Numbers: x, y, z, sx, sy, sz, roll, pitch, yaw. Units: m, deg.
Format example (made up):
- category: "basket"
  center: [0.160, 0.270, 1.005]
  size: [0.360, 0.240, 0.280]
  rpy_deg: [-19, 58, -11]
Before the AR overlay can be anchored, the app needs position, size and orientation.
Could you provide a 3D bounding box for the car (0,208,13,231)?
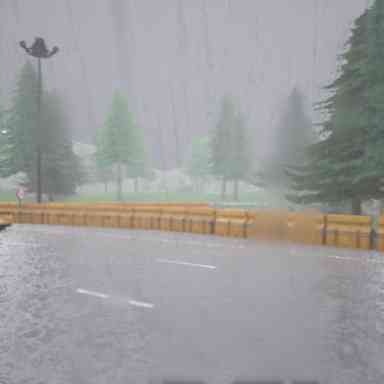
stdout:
- category: "car"
  center: [-11.662, 1.251, 17.152]
  size: [5.008, 1.535, 1.882]
  rpy_deg: [1, 0, 19]
